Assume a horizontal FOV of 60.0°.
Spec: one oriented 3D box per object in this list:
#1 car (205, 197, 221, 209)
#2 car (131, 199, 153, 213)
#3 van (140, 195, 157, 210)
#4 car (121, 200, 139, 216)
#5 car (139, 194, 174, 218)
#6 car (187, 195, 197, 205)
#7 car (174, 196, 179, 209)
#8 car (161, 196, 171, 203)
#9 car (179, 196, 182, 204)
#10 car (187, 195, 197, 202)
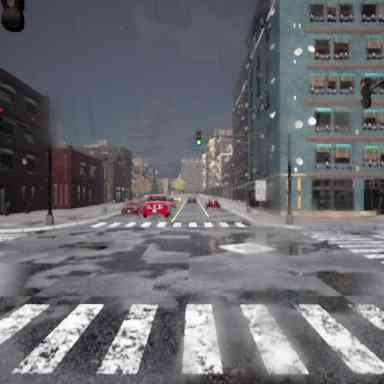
[{"bbox_3d":[2.705,1.423,43.991,1.967,1.590,4.097,1,0,0],"label":"car"},{"bbox_3d":[-5.677,1.530,38.243,1.887,1.381,4.507,1,0,0],"label":"car"},{"bbox_3d":[-5.672,1.324,43.930,1.690,1.788,3.998,1,0,0],"label":"van"},{"bbox_3d":[-5.753,1.532,32.561,1.887,1.381,4.507,1,0,0],"label":"car"},{"bbox_3d":[-3.107,1.210,30.347,2.150,2.045,5.566,0,0,0],"label":"car"},{"bbox_3d":[0.000,1.525,60.231,2.033,1.411,5.357,0,0,0],"label":"car"},{"bbox_3d":[-3.087,1.509,44.138,1.812,1.442,4.674,0,1,0],"label":"car"},{"bbox_3d":[-5.677,1.555,72.363,1.802,1.307,4.206,1,0,0],"label":"car"},{"bbox_3d":[-3.007,1.455,64.198,1.882,1.535,5.008,0,0,0],"label":"car"},{"bbox_3d":[-0.001,1.359,70.657,1.994,1.385,4.181,0,0,0],"label":"car"}]
